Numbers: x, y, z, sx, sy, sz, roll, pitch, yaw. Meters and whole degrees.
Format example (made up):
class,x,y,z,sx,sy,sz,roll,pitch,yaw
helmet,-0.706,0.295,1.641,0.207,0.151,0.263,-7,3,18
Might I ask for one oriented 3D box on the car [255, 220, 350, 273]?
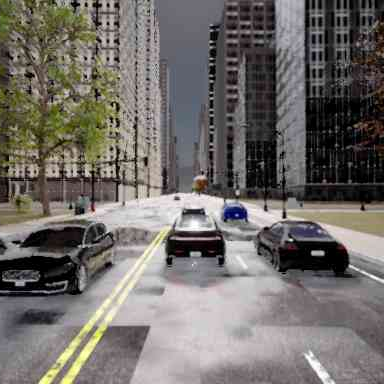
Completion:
class,x,y,z,sx,sy,sz,roll,pitch,yaw
car,3.352,1.611,10.850,1.994,1.385,4.181,0,0,0

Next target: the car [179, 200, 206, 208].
class,x,y,z,sx,sy,sz,roll,pitch,yaw
car,0.109,1.598,25.839,2.128,1.511,4.902,0,0,0

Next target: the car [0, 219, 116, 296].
class,x,y,z,sx,sy,sz,roll,pitch,yaw
car,-3.344,1.544,8.900,1.837,1.490,4.892,0,0,0

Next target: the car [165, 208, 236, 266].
class,x,y,z,sx,sy,sz,roll,pitch,yaw
car,0.104,1.542,11.733,2.128,1.511,4.902,0,0,0

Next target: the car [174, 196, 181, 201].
class,x,y,z,sx,sy,sz,roll,pitch,yaw
car,-4.254,1.798,95.077,1.882,1.535,5.008,0,0,-1

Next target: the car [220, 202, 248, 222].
class,x,y,z,sx,sy,sz,roll,pitch,yaw
car,3.362,1.589,27.234,1.882,1.535,5.008,0,0,0
